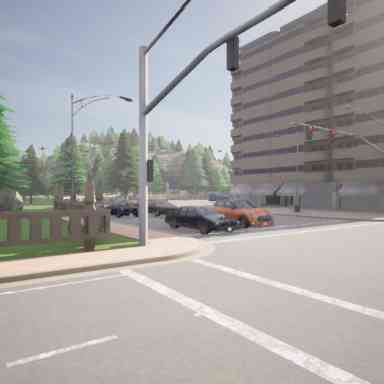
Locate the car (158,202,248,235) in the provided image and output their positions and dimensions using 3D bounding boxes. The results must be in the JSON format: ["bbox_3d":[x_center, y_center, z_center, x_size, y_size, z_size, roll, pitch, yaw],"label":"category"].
[{"bbox_3d":[0.404,1.492,18.910,2.033,1.411,5.357,0,0,-35],"label":"car"}]

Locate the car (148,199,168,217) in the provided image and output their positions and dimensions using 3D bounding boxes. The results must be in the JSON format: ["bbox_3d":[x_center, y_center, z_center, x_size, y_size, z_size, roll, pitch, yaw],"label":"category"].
[{"bbox_3d":[-3.019,1.422,30.887,1.882,1.535,5.008,0,0,-28],"label":"car"}]

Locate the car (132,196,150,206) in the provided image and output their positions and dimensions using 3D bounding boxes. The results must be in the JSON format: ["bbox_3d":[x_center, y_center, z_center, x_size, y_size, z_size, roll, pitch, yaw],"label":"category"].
[{"bbox_3d":[-8.150,1.449,53.613,1.837,1.490,4.892,0,0,5],"label":"car"}]

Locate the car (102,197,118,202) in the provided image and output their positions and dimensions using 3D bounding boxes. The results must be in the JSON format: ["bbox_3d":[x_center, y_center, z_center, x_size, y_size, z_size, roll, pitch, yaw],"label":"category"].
[{"bbox_3d":[-10.194,1.436,39.247,2.128,1.511,4.902,0,0,-14],"label":"car"}]

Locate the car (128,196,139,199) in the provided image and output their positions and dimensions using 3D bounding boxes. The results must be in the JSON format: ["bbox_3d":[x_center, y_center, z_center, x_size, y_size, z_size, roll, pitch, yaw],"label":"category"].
[{"bbox_3d":[-7.369,1.296,42.459,2.097,1.767,4.553,0,0,-10],"label":"car"}]

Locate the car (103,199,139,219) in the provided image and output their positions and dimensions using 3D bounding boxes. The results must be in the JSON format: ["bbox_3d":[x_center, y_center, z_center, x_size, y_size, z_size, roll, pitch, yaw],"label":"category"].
[{"bbox_3d":[-6.001,1.546,29.044,1.895,1.301,4.718,0,0,-28],"label":"car"}]

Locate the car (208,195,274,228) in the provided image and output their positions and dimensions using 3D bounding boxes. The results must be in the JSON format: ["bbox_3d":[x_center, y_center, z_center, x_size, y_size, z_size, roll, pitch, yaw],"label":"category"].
[{"bbox_3d":[3.054,1.297,21.298,2.097,1.767,4.553,0,0,-34],"label":"car"}]

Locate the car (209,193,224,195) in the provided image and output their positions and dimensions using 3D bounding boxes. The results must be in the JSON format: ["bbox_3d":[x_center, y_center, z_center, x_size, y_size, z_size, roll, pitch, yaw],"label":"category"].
[{"bbox_3d":[5.737,1.170,71.222,2.150,2.045,5.566,0,0,40],"label":"car"}]

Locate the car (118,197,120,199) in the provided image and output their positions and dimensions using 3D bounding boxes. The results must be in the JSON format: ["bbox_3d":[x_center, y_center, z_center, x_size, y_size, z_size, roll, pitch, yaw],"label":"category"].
[{"bbox_3d":[-11.742,1.492,50.326,2.033,1.411,5.357,0,0,0],"label":"car"}]
